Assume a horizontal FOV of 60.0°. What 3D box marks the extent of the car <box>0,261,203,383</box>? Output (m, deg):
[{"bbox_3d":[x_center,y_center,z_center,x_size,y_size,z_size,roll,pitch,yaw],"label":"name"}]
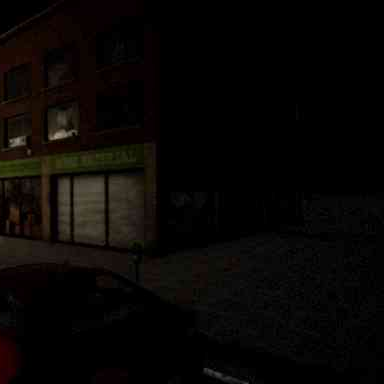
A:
[{"bbox_3d":[-1.989,1.582,4.229,4.507,1.381,1.887,-1,0,35],"label":"car"}]
